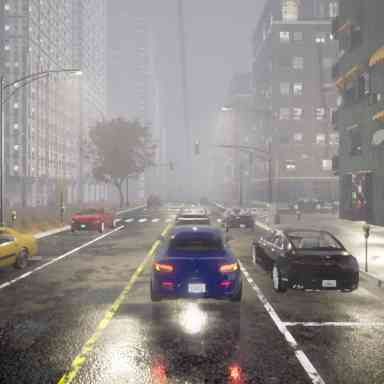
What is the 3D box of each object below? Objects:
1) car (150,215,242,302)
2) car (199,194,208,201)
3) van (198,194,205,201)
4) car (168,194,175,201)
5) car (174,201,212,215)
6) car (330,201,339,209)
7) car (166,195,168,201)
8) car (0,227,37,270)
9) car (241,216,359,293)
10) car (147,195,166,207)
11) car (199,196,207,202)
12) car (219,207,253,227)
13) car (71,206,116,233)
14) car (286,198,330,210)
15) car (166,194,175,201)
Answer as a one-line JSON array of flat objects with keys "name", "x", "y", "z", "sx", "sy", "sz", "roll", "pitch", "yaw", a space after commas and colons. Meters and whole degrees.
[{"name": "car", "x": 0.078, "y": 1.526, "z": 8.149, "sx": 1.812, "sy": 1.442, "sz": 4.674, "roll": 0, "pitch": 0, "yaw": 0}, {"name": "car", "x": 2.546, "y": 1.630, "z": 74.216, "sx": 1.947, "sy": 1.339, "sz": 4.313, "roll": 0, "pitch": 0, "yaw": 0}, {"name": "van", "x": 2.524, "y": 1.425, "z": 85.262, "sx": 1.690, "sy": 1.788, "sz": 3.998, "roll": 0, "pitch": 0, "yaw": 0}, {"name": "car", "x": -5.857, "y": 1.649, "z": 85.246, "sx": 1.947, "sy": 1.339, "sz": 4.313, "roll": 0, "pitch": 0, "yaw": 0}, {"name": "car", "x": 0.045, "y": 1.495, "z": 18.252, "sx": 2.128, "sy": 1.511, "sz": 4.902, "roll": 0, "pitch": 0, "yaw": 0}, {"name": "car", "x": 18.749, "y": 1.259, "z": 39.229, "sx": 4.829, "sy": 1.417, "sz": 1.752, "roll": -1, "pitch": 1, "yaw": -1}, {"name": "car", "x": -5.802, "y": 1.607, "z": 57.631, "sx": 1.947, "sy": 1.339, "sz": 4.313, "roll": 0, "pitch": 0, "yaw": 0}, {"name": "car", "x": -5.704, "y": 1.526, "z": 8.484, "sx": 1.752, "sy": 1.417, "sz": 4.829, "roll": 0, "pitch": 0, "yaw": 0}, {"name": "car", "x": 2.676, "y": 1.552, "z": 8.670, "sx": 2.008, "sy": 1.369, "sz": 4.403, "roll": 0, "pitch": 0, "yaw": 0}, {"name": "car", "x": -5.792, "y": 1.349, "z": 52.108, "sx": 2.192, "sy": 1.841, "sz": 5.009, "roll": 0, "pitch": 0, "yaw": 0}, {"name": "car", "x": 2.535, "y": 1.599, "z": 79.908, "sx": 1.752, "sy": 1.417, "sz": 4.829, "roll": 0, "pitch": 0, "yaw": 0}, {"name": "car", "x": 2.654, "y": 1.555, "z": 19.736, "sx": 2.008, "sy": 1.369, "sz": 4.403, "roll": 0, "pitch": 0, "yaw": 0}, {"name": "car", "x": -5.726, "y": 1.549, "z": 19.720, "sx": 1.887, "sy": 1.381, "sz": 4.507, "roll": 0, "pitch": 0, "yaw": 0}, {"name": "car", "x": 13.352, "y": 1.359, "z": 39.164, "sx": 4.403, "sy": 1.369, "sz": 2.008, "roll": -1, "pitch": 1, "yaw": -1}, {"name": "car", "x": -5.868, "y": 1.410, "z": 90.768, "sx": 2.192, "sy": 1.841, "sz": 5.009, "roll": 0, "pitch": 0, "yaw": 0}]
